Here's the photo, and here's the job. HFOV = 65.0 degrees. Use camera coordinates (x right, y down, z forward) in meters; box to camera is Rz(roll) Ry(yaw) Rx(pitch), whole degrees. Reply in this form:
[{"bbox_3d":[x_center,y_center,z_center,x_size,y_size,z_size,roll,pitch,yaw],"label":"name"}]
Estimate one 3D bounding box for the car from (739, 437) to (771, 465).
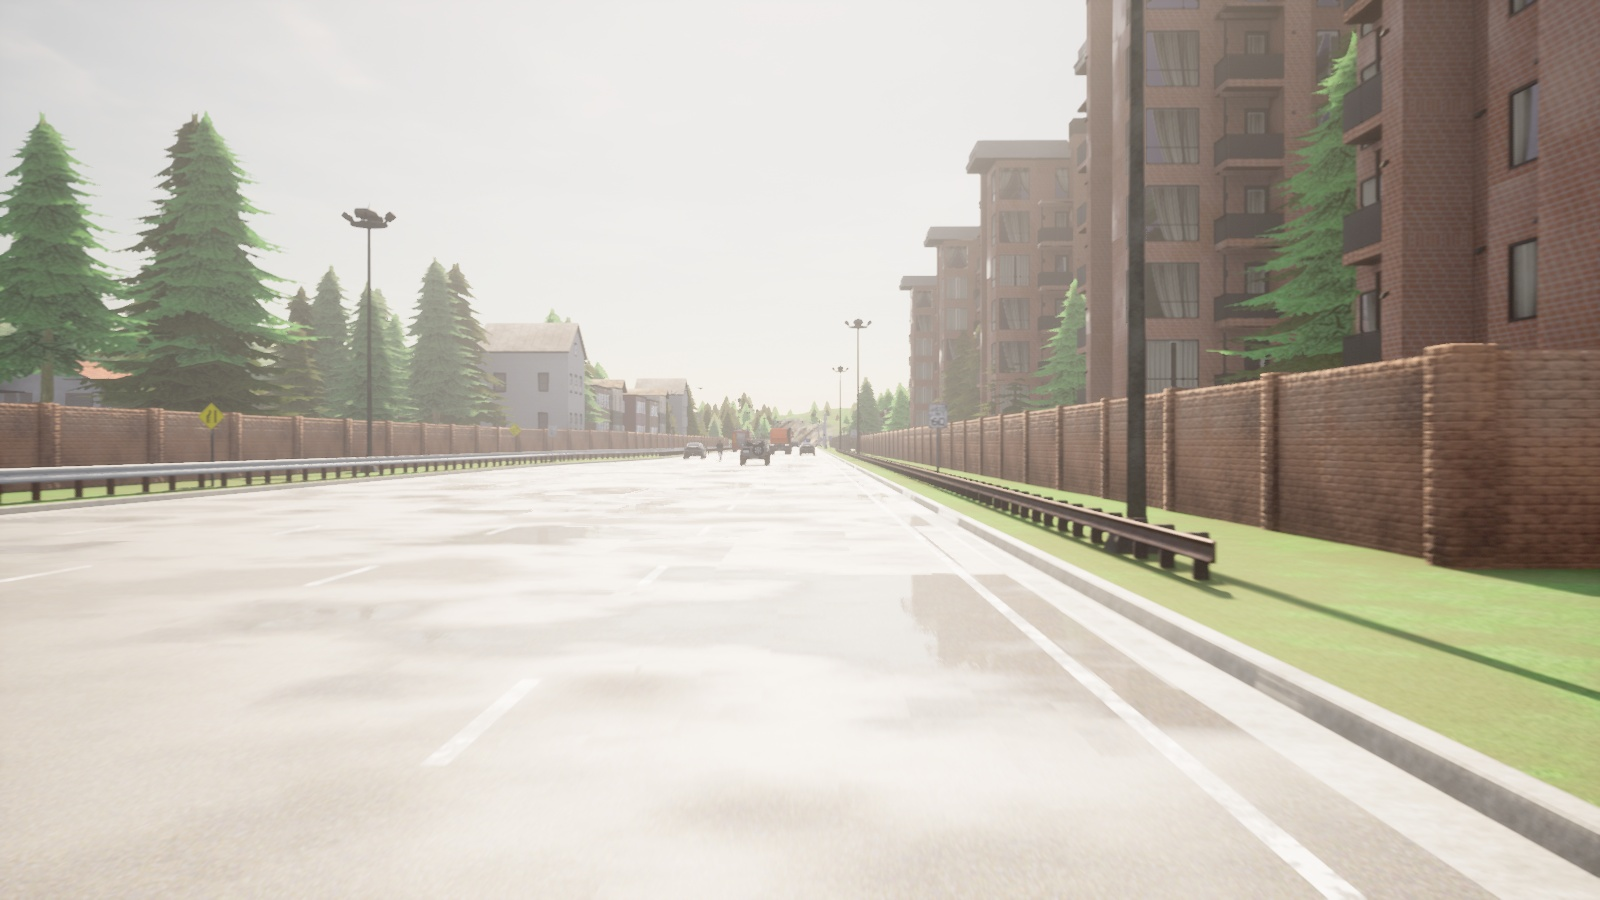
[{"bbox_3d":[-3.004,0.069,84.648,1.932,1.855,4.605,0,0,0],"label":"car"}]
